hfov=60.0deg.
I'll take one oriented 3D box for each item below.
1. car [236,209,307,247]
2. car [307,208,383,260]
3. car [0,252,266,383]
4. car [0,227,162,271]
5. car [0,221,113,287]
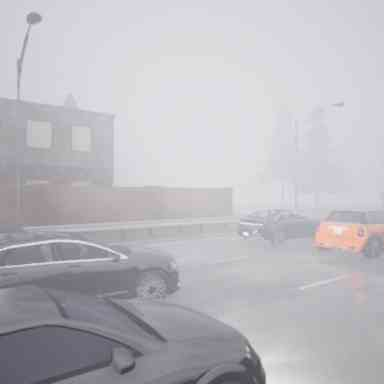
[{"bbox_3d":[4.246,1.553,15.423,4.902,1.511,2.128,0,0,-35],"label":"car"},{"bbox_3d":[6.911,1.416,13.025,4.553,1.767,2.097,0,0,-35],"label":"car"},{"bbox_3d":[-1.317,1.565,2.805,4.181,1.385,1.994,1,0,-36],"label":"car"},{"bbox_3d":[-2.492,1.498,6.269,4.902,1.511,2.128,0,0,-36],"label":"car"},{"bbox_3d":[-4.750,1.607,8.957,4.718,1.301,1.895,0,0,-36],"label":"car"}]
